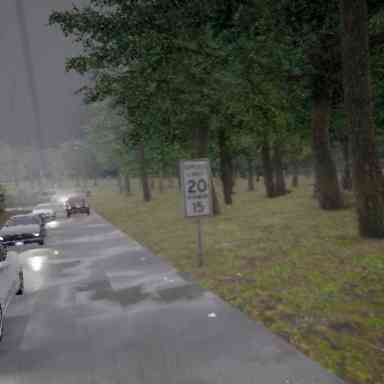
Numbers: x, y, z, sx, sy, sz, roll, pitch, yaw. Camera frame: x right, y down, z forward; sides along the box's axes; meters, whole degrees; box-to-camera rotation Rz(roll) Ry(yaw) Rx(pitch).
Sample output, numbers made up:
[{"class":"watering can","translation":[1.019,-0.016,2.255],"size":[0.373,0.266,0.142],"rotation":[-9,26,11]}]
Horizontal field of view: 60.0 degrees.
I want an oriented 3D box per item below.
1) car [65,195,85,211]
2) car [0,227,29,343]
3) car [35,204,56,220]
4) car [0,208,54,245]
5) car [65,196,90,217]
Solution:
[{"class":"car","translation":[-15.414,1.427,43.604],"size":[2.097,1.767,4.553],"rotation":[-5,2,-22]},{"class":"car","translation":[-4.453,1.760,6.388],"size":[1.812,1.442,4.674],"rotation":[-5,1,-21]},{"class":"car","translation":[-13.348,1.826,30.107],"size":[1.812,1.442,4.674],"rotation":[-5,2,-20]},{"class":"car","translation":[-8.375,1.845,16.833],"size":[2.033,1.411,5.357],"rotation":[-5,1,-20]},{"class":"car","translation":[-11.550,1.429,33.590],"size":[2.097,1.767,4.553],"rotation":[-5,2,-21]}]
